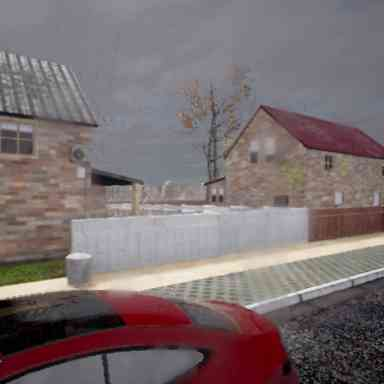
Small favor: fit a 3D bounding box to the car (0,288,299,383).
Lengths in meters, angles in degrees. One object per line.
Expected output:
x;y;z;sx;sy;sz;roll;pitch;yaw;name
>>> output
-1.224;1.526;2.177;4.674;1.442;1.812;0;0;-36;car
